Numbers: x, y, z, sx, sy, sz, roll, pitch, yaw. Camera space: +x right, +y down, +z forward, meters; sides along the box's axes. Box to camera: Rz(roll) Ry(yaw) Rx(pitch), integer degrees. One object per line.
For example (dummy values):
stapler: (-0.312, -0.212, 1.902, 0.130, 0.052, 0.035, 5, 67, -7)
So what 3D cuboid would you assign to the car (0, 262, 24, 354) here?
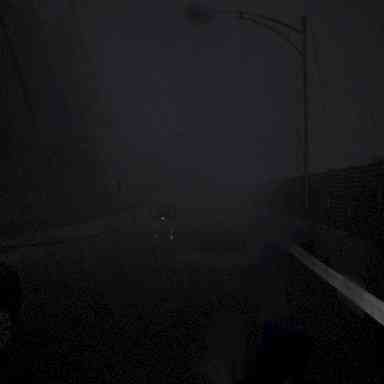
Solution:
car: (-3.655, 1.547, 3.210, 2.128, 1.511, 4.902, -1, 0, 4)

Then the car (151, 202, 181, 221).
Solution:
car: (-1.998, 1.551, 27.481, 2.033, 1.411, 5.357, -1, 0, 4)
